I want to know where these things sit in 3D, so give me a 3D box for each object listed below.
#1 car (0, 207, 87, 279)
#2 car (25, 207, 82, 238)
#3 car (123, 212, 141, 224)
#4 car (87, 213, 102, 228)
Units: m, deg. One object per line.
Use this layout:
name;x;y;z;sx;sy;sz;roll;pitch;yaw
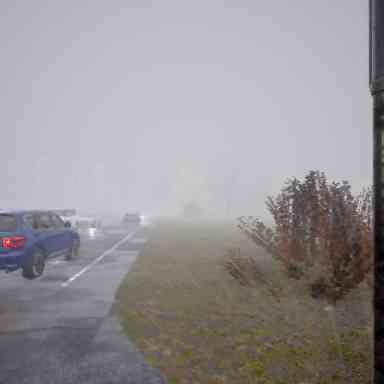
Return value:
car;-5.679;1.616;11.490;2.150;2.045;5.566;0;-2;-1
car;-10.000;2.132;24.600;2.150;2.045;5.566;1;-3;-4
car;-7.581;3.235;42.245;2.128;1.511;4.902;1;-3;-4
car;-10.722;2.871;34.551;1.812;1.442;4.674;1;-3;-4
